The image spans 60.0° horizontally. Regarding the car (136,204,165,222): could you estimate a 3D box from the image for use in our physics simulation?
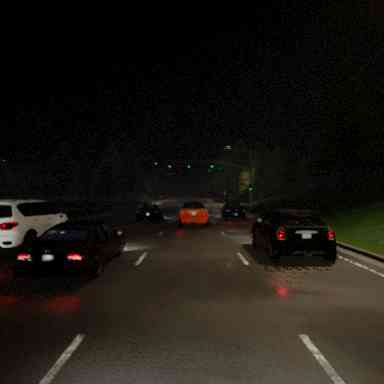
[{"bbox_3d":[-3.394,1.693,27.553,1.994,1.385,4.181,0,0,0],"label":"car"}]

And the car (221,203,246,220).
[{"bbox_3d":[3.606,1.663,29.500,1.812,1.442,4.674,0,0,0],"label":"car"}]

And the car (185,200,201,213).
[{"bbox_3d":[0.110,1.758,41.556,1.994,1.385,4.181,0,0,0],"label":"car"}]

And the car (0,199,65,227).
[{"bbox_3d":[-6.896,1.288,13.584,2.150,2.045,5.566,0,0,0],"label":"car"}]

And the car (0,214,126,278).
[{"bbox_3d":[-3.394,1.596,10.277,2.033,1.411,5.357,0,0,-1],"label":"car"}]

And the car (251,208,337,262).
[{"bbox_3d":[3.601,1.412,12.561,2.097,1.767,4.553,0,0,0],"label":"car"}]

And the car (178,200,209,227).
[{"bbox_3d":[0.106,1.465,24.105,2.097,1.767,4.553,0,0,0],"label":"car"}]
